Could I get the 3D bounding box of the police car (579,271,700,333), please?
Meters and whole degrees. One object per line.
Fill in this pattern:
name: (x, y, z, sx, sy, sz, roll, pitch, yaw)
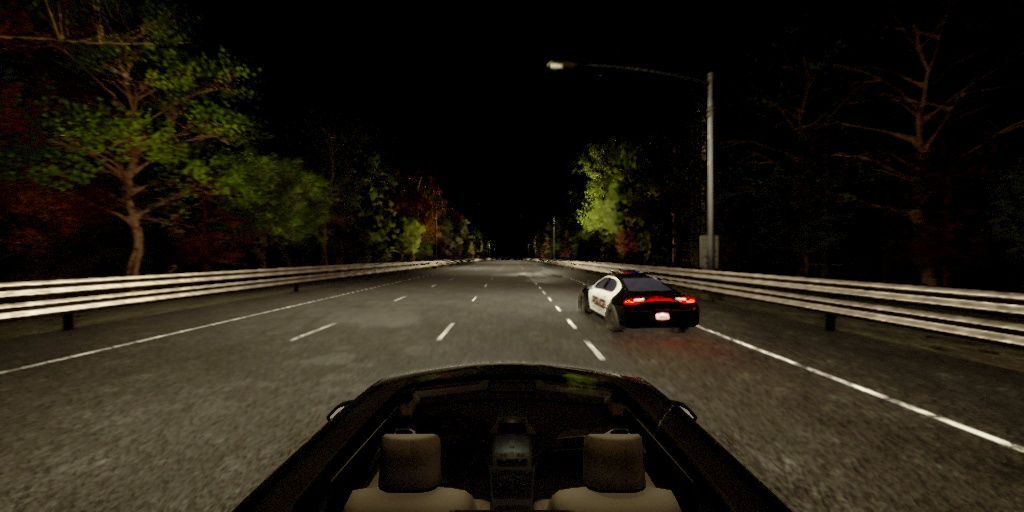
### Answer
police car: (3.437, 1.247, 10.907, 2.038, 1.542, 4.974, -1, 0, -3)
